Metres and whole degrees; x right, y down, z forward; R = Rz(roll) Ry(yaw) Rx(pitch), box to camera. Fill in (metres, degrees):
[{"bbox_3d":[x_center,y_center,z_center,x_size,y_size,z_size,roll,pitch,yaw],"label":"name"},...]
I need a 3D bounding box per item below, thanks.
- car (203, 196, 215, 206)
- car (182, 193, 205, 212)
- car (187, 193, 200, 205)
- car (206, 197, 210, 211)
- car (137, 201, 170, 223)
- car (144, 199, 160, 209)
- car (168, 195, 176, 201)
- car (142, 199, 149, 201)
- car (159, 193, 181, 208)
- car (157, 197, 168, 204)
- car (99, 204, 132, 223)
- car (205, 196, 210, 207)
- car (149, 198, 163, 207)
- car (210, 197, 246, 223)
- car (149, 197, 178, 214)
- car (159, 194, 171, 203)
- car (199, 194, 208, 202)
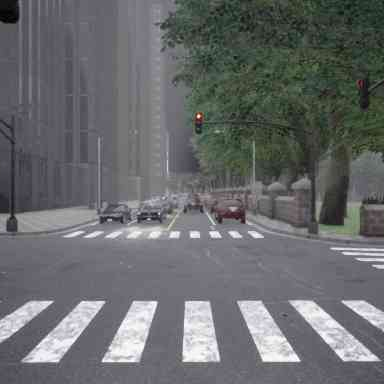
[{"bbox_3d":[2.915,1.488,57.986,1.967,1.590,4.097,0,0,0],"label":"car"},{"bbox_3d":[0.173,1.380,38.704,2.097,1.767,4.553,0,0,1],"label":"car"},{"bbox_3d":[0.236,1.274,60.015,2.150,2.045,5.566,0,0,0],"label":"car"},{"bbox_3d":[2.858,1.589,36.160,1.947,1.339,4.313,0,0,0],"label":"car"},{"bbox_3d":[-3.032,1.612,25.700,1.895,1.301,4.718,0,0,0],"label":"car"},{"bbox_3d":[-5.639,1.617,47.089,1.802,1.307,4.206,0,0,0],"label":"car"},{"bbox_3d":[-5.524,1.535,90.745,1.967,1.590,4.097,0,0,0],"label":"car"},{"bbox_3d":[-5.653,1.580,41.631,2.008,1.369,4.403,0,0,0],"label":"car"},{"bbox_3d":[-2.968,1.386,45.793,2.097,1.767,4.553,0,0,0],"label":"car"},{"bbox_3d":[-5.596,1.636,63.460,1.802,1.307,4.206,0,0,0],"label":"car"},{"bbox_3d":[-5.696,1.577,25.261,1.947,1.339,4.313,0,0,0],"label":"car"},{"bbox_3d":[2.872,1.580,41.616,2.008,1.369,4.403,0,0,0],"label":"car"},{"bbox_3d":[-5.624,1.623,52.546,1.802,1.307,4.206,0,0,0],"label":"car"},{"bbox_3d":[2.829,1.326,25.248,2.192,1.841,5.009,0,0,0],"label":"car"},{"bbox_3d":[-3.001,1.569,35.518,2.033,1.411,5.357,0,0,1],"label":"car"},{"bbox_3d":[-5.581,1.376,68.917,2.192,1.841,5.009,0,0,0],"label":"car"},{"bbox_3d":[2.587,1.425,75.874,2.097,1.767,4.553,0,0,0],"label":"car"}]
